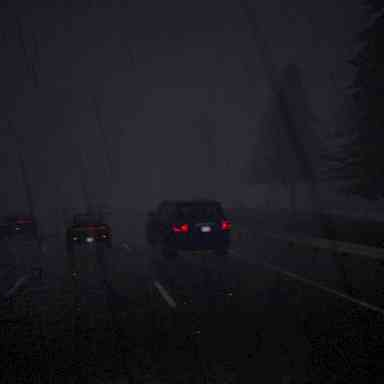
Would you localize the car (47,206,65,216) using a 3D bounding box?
[{"bbox_3d":[-17.941,2.475,43.979,1.895,1.301,4.718,-2,0,-31],"label":"car"}]

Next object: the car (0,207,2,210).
[{"bbox_3d":[-18.775,2.045,30.309,2.150,2.045,5.566,-1,0,-27],"label":"car"}]

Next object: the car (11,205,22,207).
[{"bbox_3d":[-26.975,2.751,51.122,1.812,1.442,4.674,-1,0,-34],"label":"car"}]

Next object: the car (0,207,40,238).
[{"bbox_3d":[-10.938,1.978,21.330,1.882,1.535,5.008,-2,0,-22],"label":"car"}]

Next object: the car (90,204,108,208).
[{"bbox_3d":[-10.758,2.142,38.283,2.033,1.411,5.357,-2,0,-29],"label":"car"}]

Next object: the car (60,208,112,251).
[{"bbox_3d":[-4.947,1.755,15.786,2.128,1.511,4.902,-2,0,-19],"label":"car"}]

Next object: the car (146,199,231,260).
[{"bbox_3d":[-0.370,1.313,13.184,2.150,2.045,5.566,-2,0,-18],"label":"car"}]
